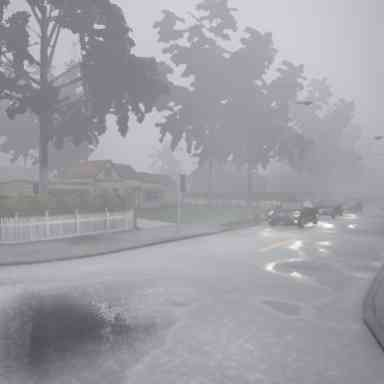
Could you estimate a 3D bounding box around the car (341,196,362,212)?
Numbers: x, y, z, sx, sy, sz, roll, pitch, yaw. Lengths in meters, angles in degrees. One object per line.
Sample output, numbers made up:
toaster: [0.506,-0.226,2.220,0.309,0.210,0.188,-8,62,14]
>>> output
car: [17.944,1.441,37.573,2.128,1.511,4.902,1,0,36]

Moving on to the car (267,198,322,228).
car: [6.646,1.299,21.752,2.097,1.767,4.553,1,0,35]

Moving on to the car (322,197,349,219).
car: [11.942,1.439,29.185,2.128,1.511,4.902,1,0,35]

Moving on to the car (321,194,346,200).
car: [35.958,1.181,84.545,5.357,1.415,2.033,1,0,35]
